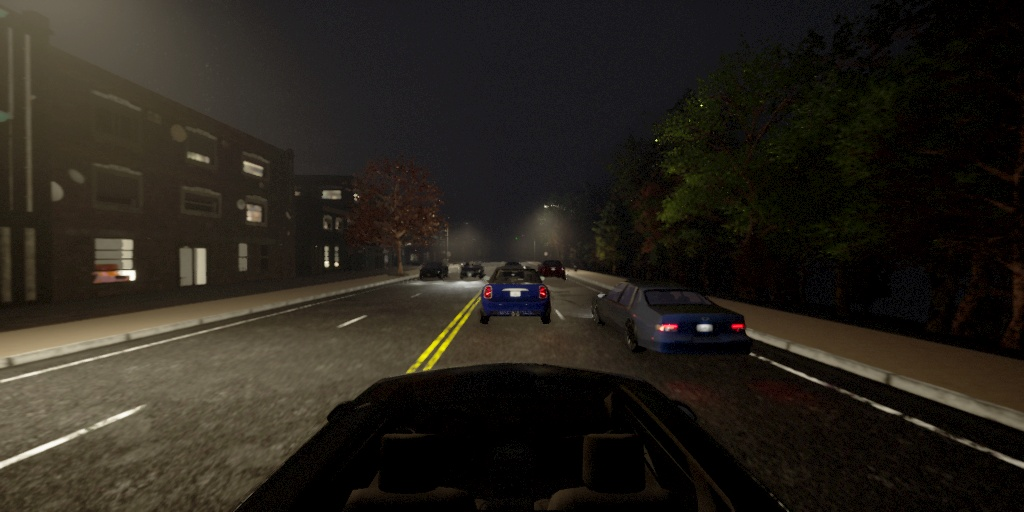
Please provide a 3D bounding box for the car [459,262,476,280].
[{"bbox_3d":[-3.376,1.238,31.098,2.128,1.511,4.902,0,0,0],"label":"car"}]

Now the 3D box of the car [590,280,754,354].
[{"bbox_3d":[3.347,1.296,8.745,2.033,1.411,5.357,0,0,0],"label":"car"}]

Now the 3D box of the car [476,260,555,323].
[{"bbox_3d":[0.097,1.101,12.314,2.097,1.767,4.553,0,0,0],"label":"car"}]

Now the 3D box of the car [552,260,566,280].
[{"bbox_3d":[3.325,1.098,31.086,2.097,1.767,4.553,0,0,0],"label":"car"}]

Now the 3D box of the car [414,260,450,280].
[{"bbox_3d":[-6.625,1.224,30.954,1.882,1.535,5.008,0,0,0],"label":"car"}]
